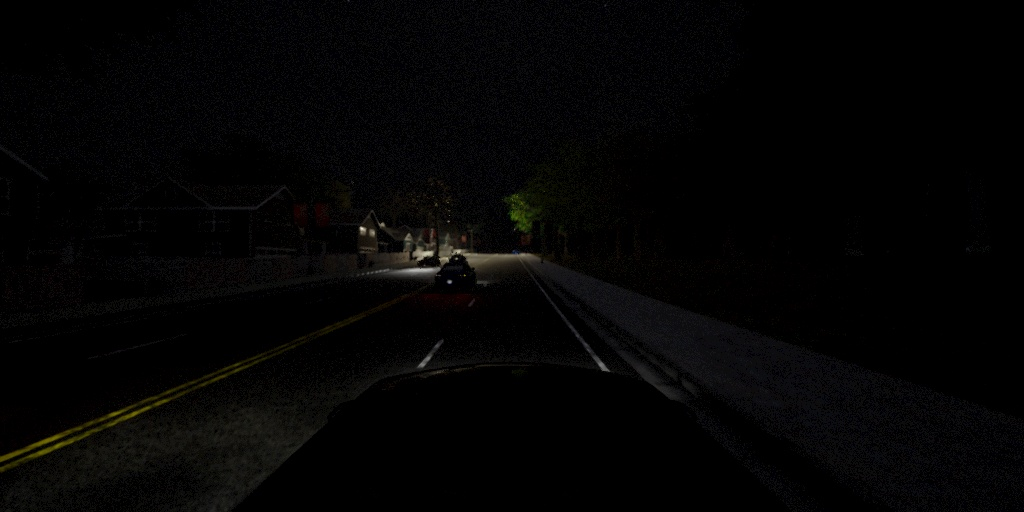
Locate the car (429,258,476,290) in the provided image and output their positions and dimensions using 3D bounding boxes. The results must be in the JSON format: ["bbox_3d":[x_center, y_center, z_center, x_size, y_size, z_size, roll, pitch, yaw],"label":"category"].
[{"bbox_3d":[-3.151,1.071,20.398,1.812,1.442,4.674,0,1,0],"label":"car"}]

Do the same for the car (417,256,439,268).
[{"bbox_3d":[-9.840,0.695,42.600,1.895,1.301,4.718,0,1,0],"label":"car"}]

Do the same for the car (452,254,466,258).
[{"bbox_3d":[-6.588,0.578,43.645,1.837,1.490,4.892,0,1,0],"label":"car"}]
